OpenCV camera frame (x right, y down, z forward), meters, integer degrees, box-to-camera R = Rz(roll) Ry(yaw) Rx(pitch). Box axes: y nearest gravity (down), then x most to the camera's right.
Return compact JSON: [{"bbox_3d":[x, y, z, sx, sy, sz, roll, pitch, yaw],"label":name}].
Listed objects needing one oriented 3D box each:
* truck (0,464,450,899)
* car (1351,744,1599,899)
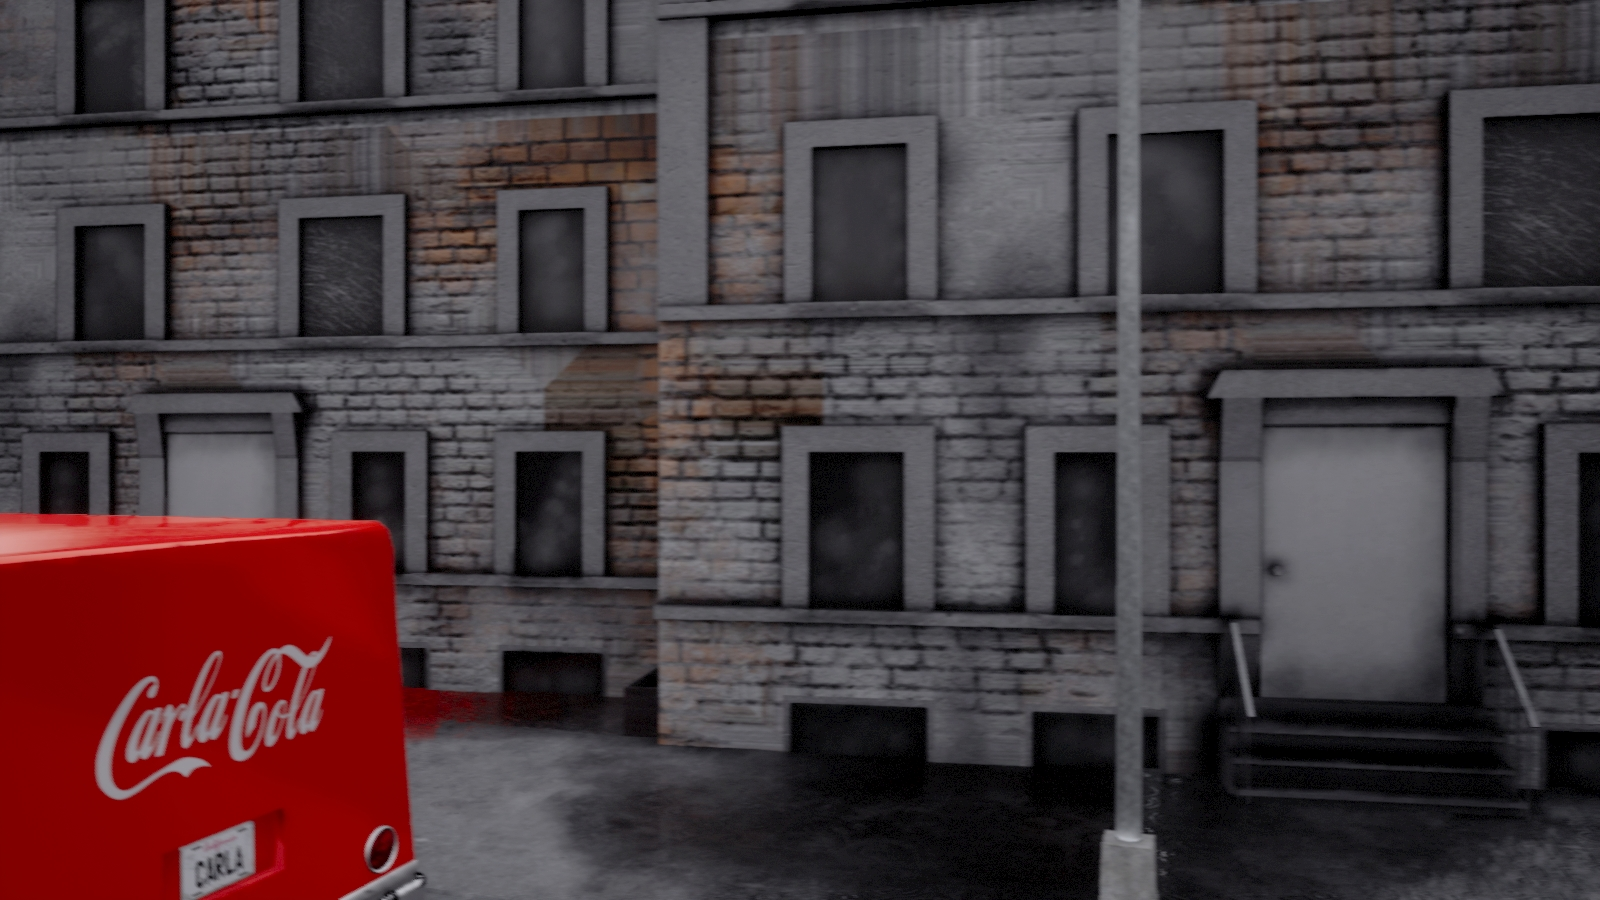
[{"bbox_3d":[-4.664,1.339,5.367,5.204,2.467,2.627,-1,0,19],"label":"truck"},{"bbox_3d":[3.381,1.808,2.541,3.705,1.549,1.789,0,0,19],"label":"car"}]
